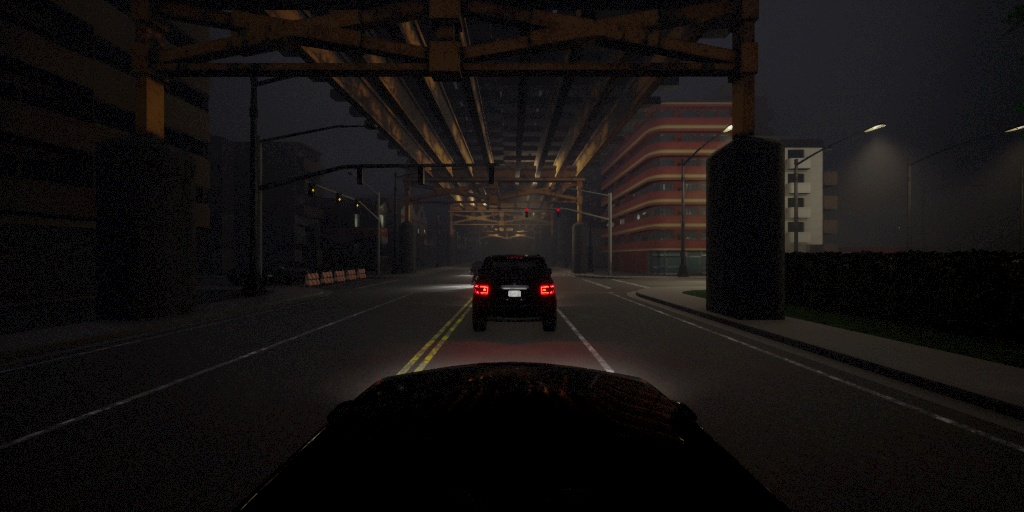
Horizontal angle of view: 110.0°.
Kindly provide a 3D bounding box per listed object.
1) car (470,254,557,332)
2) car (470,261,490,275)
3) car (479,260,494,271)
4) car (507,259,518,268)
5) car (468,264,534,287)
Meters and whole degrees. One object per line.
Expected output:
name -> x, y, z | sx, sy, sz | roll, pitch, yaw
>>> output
car -> 0.076, 0.971, 11.054 | 2.150, 2.045, 5.566 | 0, 0, 0
car -> -3.569, 1.276, 40.690 | 1.812, 1.442, 4.674 | 0, 0, 0
car -> -3.556, 1.276, 50.779 | 1.812, 1.442, 4.674 | 0, 0, 0
car -> 0.137, 1.264, 59.853 | 1.812, 1.442, 4.674 | 0, 0, 0
car -> -0.714, 1.314, 25.063 | 4.181, 1.385, 1.994 | 0, 0, -36
